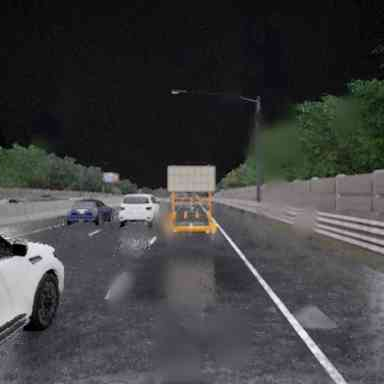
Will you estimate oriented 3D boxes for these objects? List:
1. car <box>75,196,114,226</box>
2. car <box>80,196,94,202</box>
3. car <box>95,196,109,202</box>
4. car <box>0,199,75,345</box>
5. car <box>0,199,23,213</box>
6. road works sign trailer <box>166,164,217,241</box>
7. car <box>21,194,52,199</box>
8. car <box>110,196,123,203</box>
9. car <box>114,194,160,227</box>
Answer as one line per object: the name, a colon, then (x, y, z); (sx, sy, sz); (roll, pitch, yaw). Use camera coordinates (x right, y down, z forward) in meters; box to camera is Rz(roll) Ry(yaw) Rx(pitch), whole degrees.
car: (-6.943, 1.314, 23.066); (2.097, 1.767, 4.553); (0, 0, 0)
car: (-24.652, 1.611, 78.497); (1.812, 1.442, 4.674); (0, -1, 0)
car: (-21.151, 1.642, 78.095); (1.882, 1.535, 5.008); (0, -1, 0)
car: (-3.392, 1.209, 3.634); (2.150, 2.045, 5.566); (0, 0, 0)
car: (-21.165, 1.555, 37.593); (1.812, 1.442, 4.674); (0, 0, 0)
road works sign trailer: (-0.025, 0.421, 16.339); (2.380, 3.560, 2.880); (0, 0, 0)
car: (-17.668, 1.249, 37.542); (2.150, 2.045, 5.566); (0, 0, 0)
car: (-17.650, 1.719, 77.692); (1.882, 1.535, 5.008); (0, -1, 0)
car: (-3.441, 1.183, 22.679); (2.150, 2.045, 5.566); (0, 0, 0)
